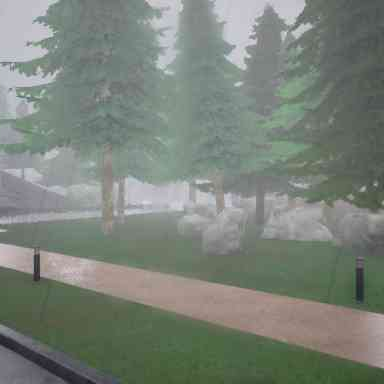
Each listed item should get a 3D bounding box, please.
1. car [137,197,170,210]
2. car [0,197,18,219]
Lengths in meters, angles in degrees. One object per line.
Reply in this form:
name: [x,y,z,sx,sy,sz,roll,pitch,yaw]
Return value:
car: [-4.625,1.369,40.634,1.812,1.442,4.674,0,0,36]
car: [-15.808,1.191,25.158,2.097,1.767,4.553,0,0,36]
